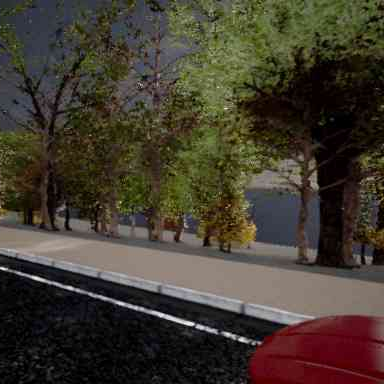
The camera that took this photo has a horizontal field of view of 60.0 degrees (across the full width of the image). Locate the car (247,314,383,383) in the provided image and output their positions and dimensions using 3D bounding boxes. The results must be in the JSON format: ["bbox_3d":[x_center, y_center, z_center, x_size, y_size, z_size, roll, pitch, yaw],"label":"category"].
[{"bbox_3d":[2.697,1.492,1.766,5.008,1.535,1.882,1,1,35],"label":"car"}]
